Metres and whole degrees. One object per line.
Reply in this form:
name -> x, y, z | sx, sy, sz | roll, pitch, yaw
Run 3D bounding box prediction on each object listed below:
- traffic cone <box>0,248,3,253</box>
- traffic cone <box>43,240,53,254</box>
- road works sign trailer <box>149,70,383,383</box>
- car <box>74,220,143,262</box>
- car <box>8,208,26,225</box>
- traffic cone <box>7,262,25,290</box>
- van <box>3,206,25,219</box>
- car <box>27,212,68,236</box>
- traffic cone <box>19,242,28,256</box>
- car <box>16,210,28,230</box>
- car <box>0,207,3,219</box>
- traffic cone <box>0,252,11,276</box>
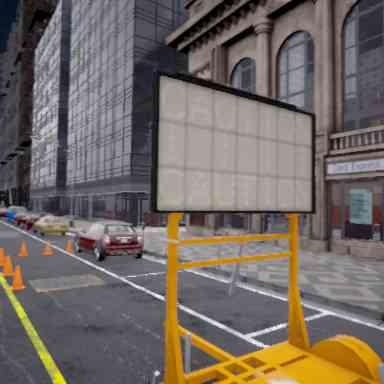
traffic cone -> -6.916, 2.342, 12.088 | 0.340, 0.580, 0.340 | 3, -3, -35
traffic cone -> -6.425, 2.464, 14.870 | 0.340, 0.580, 0.340 | 3, -3, -35
road works sign trailer -> 0.463, 0.643, 3.870 | 2.380, 3.560, 2.880 | 3, -3, -35
car -> -3.781, 1.986, 14.683 | 1.967, 1.590, 4.097 | 3, -3, -35
car -> -16.635, 2.617, 33.028 | 1.887, 1.381, 4.507 | 3, -3, -35
traffic cone -> -4.622, 2.248, 8.812 | 0.340, 0.580, 0.340 | 3, -3, -35
van -> -19.844, 2.545, 37.624 | 1.690, 1.788, 3.998 | 3, -3, -35
car -> -10.306, 2.338, 23.994 | 1.752, 1.417, 4.829 | 3, -3, -35
traffic cone -> -7.244, 2.426, 14.298 | 0.340, 0.580, 0.340 | 3, -3, -35
car -> -13.422, 2.485, 28.441 | 1.887, 1.381, 4.507 | 3, -3, -35
car -> -26.275, 3.012, 46.791 | 1.887, 1.381, 4.507 | 3, -3, -35
traffic cone -> -5.769, 2.295, 10.450 | 0.340, 0.580, 0.340 | 3, -3, -35
